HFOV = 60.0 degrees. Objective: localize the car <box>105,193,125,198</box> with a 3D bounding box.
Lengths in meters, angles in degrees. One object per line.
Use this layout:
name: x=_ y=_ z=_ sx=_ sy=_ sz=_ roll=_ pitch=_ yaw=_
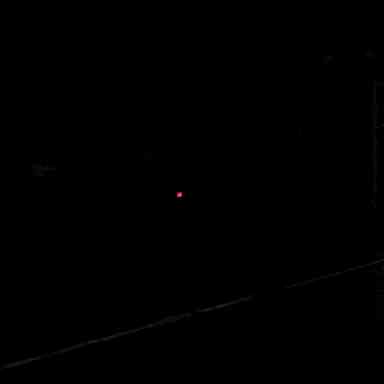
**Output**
car: x=-12.492 y=1.177 z=53.838 sx=2.150 sy=2.045 sz=5.566 roll=0 pitch=0 yaw=-38
